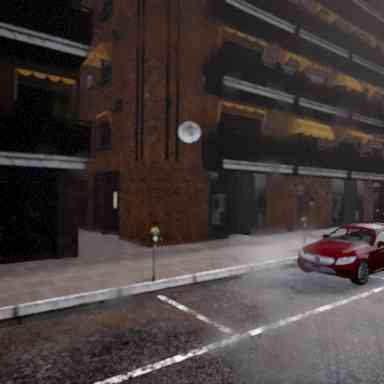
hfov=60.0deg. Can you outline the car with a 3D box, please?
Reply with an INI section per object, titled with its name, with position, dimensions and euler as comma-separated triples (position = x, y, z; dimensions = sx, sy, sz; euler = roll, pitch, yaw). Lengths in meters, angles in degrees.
[car]
position = 4.821, 1.600, 9.510
dimensions = 4.206, 1.307, 1.802
euler = 0, 1, -35
